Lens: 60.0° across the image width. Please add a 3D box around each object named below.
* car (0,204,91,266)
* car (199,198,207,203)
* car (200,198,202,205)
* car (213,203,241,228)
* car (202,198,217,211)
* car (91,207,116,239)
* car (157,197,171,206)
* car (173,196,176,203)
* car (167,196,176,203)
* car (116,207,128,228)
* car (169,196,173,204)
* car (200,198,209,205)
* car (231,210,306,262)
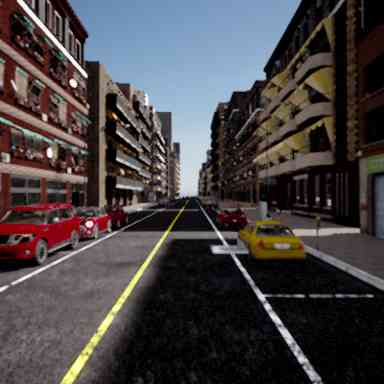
[{"bbox_3d":[-5.673,1.397,12.117,2.192,1.841,5.009,0,0,0],"label":"car"},{"bbox_3d":[2.802,2.147,85.369,1.802,1.307,4.206,0,0,0],"label":"car"},{"bbox_3d":[2.781,1.981,68.631,1.752,1.417,4.829,0,0,0],"label":"car"},{"bbox_3d":[2.721,1.702,23.373,1.887,1.381,4.507,0,0,0],"label":"car"},{"bbox_3d":[2.751,1.858,45.917,2.008,1.369,4.403,0,0,0],"label":"car"},{"bbox_3d":[-5.667,1.560,17.752,1.967,1.590,4.097,0,0,0],"label":"car"},{"bbox_3d":[-5.608,1.969,62.840,2.008,1.369,4.403,0,0,0],"label":"car"},{"bbox_3d":[-5.586,2.073,79.749,1.887,1.381,4.507,0,0,0],"label":"car"},{"bbox_3d":[-5.570,1.917,91.023,2.192,1.841,5.009,0,0,0],"label":"car"},{"bbox_3d":[-5.659,1.702,23.388,1.887,1.381,4.507,0,0,0],"label":"car"},{"bbox_3d":[-5.601,2.006,68.477,2.008,1.369,4.403,0,0,0],"label":"car"},{"bbox_3d":[2.788,2.057,74.097,1.947,1.339,4.313,0,0,0],"label":"car"},{"bbox_3d":[2.707,1.609,12.271,1.752,1.417,4.829,0,0,0],"label":"car"}]
